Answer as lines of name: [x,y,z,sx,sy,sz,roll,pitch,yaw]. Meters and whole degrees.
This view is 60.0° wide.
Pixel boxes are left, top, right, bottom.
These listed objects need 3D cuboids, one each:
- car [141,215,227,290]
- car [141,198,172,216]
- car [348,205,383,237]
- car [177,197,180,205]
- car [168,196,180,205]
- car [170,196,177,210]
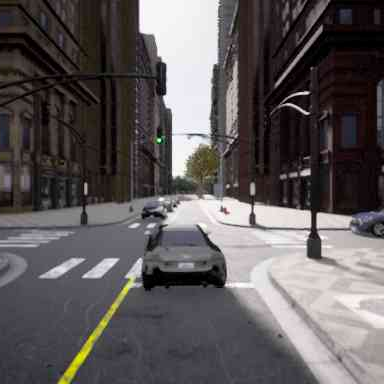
car: [-0.363,1.555,9.187,1.994,1.385,4.181,0,0,-7]
car: [-3.149,1.517,28.591,2.033,1.411,5.357,0,0,-1]
car: [10.828,1.371,17.648,4.553,1.767,2.097,0,0,1]
car: [-3.157,1.510,48.665,2.033,1.411,5.357,0,0,0]
car: [-3.122,1.490,58.999,1.812,1.442,4.674,0,0,0]
car: [-3.169,1.455,38.351,2.128,1.511,4.902,0,0,0]
